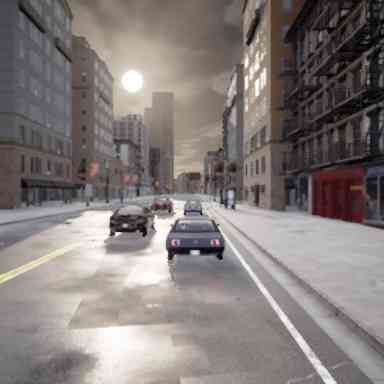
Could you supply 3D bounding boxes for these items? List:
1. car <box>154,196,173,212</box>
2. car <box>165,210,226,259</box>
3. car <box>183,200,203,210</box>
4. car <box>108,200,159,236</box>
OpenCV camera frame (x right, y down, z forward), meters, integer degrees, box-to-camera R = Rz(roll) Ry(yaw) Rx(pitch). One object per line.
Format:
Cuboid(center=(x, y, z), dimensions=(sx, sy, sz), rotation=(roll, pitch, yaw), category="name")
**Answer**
Cuboid(center=(-3.144, 1.258, 35.784), dimensions=(2.097, 1.767, 4.553), rotation=(0, 0, 0), category="car")
Cuboid(center=(0.101, 1.566, 12.403), dimensions=(1.895, 1.301, 4.718), rotation=(0, 0, 0), category="car")
Cuboid(center=(0.104, 1.459, 32.645), dimensions=(2.033, 1.411, 5.357), rotation=(0, 0, 0), category="car")
Cuboid(center=(-3.147, 1.427, 18.165), dimensions=(1.882, 1.535, 5.008), rotation=(0, 0, 0), category="car")
